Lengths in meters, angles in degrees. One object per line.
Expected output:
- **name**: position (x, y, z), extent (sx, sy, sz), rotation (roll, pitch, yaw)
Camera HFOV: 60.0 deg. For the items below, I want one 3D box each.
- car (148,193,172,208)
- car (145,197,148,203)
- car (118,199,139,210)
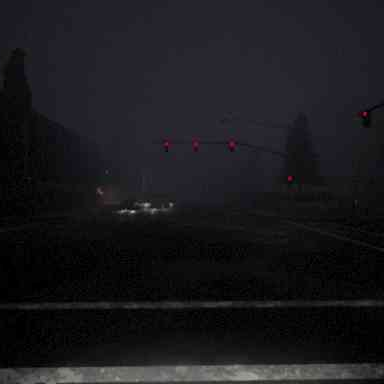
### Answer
- **car**: position (-4.452, 1.174, 46.858), extent (2.150, 2.045, 5.566), rotation (0, 0, -1)
- **car**: position (-8.130, 1.531, 65.373), extent (1.895, 1.301, 4.718), rotation (0, 0, -1)
- **car**: position (-7.789, 1.524, 41.546), extent (2.033, 1.411, 5.357), rotation (0, 0, -1)
